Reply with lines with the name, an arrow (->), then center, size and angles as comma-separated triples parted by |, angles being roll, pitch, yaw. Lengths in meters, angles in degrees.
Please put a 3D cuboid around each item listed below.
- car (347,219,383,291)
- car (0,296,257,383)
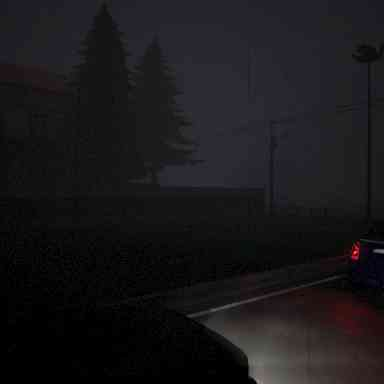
car -> 5.706, 1.349, 7.825 | 4.553, 1.767, 2.097 | 0, 0, -35
car -> -1.993, 1.548, 2.305 | 5.357, 1.411, 2.033 | 0, 0, -36
